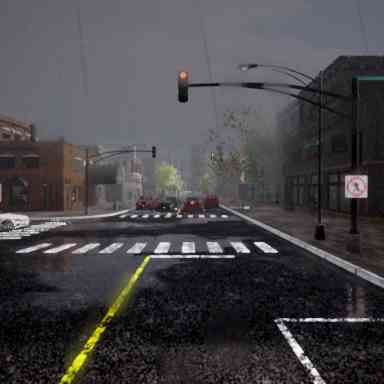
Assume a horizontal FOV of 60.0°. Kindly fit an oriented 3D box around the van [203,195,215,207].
[{"bbox_3d":[2.701,1.319,52.495,1.690,1.788,3.998,-1,0,0],"label":"van"}]

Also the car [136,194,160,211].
[{"bbox_3d":[-5.683,1.298,41.409,2.192,1.841,5.009,-1,0,0],"label":"car"}]

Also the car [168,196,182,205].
[{"bbox_3d":[-2.986,1.467,58.791,2.128,1.511,4.902,0,0,0],"label":"car"}]

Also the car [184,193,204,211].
[{"bbox_3d":[0.088,1.335,40.586,2.097,1.767,4.553,0,0,0],"label":"car"}]

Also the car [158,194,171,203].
[{"bbox_3d":[-5.675,1.286,69.129,2.192,1.841,5.009,-1,0,0],"label":"car"}]

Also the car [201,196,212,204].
[{"bbox_3d":[2.706,1.524,63.583,2.008,1.369,4.403,-1,0,0],"label":"car"}]

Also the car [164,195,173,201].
[{"bbox_3d":[-5.670,1.510,80.217,1.887,1.381,4.507,-1,0,0],"label":"car"}]

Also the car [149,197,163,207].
[{"bbox_3d":[-5.678,1.560,52.497,1.802,1.307,4.206,-1,0,0],"label":"car"}]

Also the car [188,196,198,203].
[{"bbox_3d":[0.122,1.518,69.329,2.033,1.411,5.357,0,0,0],"label":"car"}]

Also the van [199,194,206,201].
[{"bbox_3d":[2.710,1.303,85.759,1.690,1.788,3.998,-1,0,0],"label":"van"}]

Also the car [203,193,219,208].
[{"bbox_3d":[2.699,1.296,46.951,2.192,1.841,5.009,-1,0,0],"label":"car"}]

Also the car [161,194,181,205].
[{"bbox_3d":[-3.055,1.458,48.661,1.882,1.535,5.008,0,0,0],"label":"car"}]

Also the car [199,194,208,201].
[{"bbox_3d":[2.709,1.405,80.215,1.967,1.590,4.097,-1,0,0],"label":"car"}]

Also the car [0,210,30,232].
[{"bbox_3d":[-12.670,1.690,20.721,4.674,1.442,1.812,-1,1,-4],"label":"car"}]

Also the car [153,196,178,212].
[{"bbox_3d":[-3.084,1.548,38.861,1.994,1.385,4.181,0,0,0],"label":"car"}]
